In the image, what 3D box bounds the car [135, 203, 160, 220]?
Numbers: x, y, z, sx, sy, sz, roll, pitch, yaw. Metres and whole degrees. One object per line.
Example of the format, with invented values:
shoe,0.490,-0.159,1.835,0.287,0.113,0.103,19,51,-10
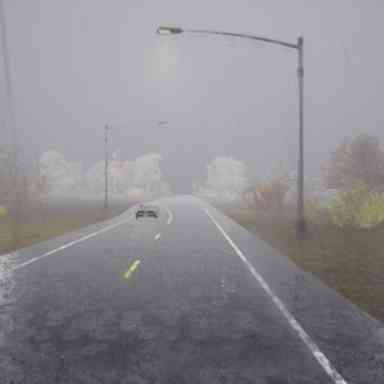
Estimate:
car,-3.767,1.617,28.633,1.895,1.301,4.718,0,0,-2
